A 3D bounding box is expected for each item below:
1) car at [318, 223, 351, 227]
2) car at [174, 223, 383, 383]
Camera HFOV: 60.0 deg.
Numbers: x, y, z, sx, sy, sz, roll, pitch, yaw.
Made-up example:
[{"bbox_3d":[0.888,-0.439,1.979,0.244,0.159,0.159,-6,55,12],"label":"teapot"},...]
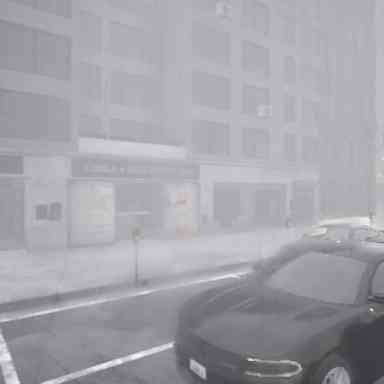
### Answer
[{"bbox_3d":[4.238,1.572,9.560,4.206,1.307,1.802,0,0,-36],"label":"car"},{"bbox_3d":[2.090,1.473,4.749,5.008,1.535,1.882,0,0,-36],"label":"car"}]
